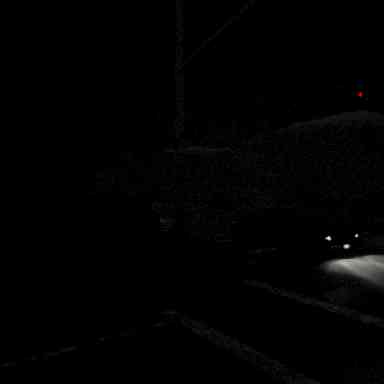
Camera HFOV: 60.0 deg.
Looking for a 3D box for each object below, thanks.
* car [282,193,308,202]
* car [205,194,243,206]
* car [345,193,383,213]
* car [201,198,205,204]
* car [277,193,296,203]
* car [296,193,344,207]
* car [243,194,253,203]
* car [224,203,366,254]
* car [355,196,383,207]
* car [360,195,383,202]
[{"bbox_3d":[20.608,1.097,66.623,1.932,1.855,4.605,0,0,-36],"label":"car"},{"bbox_3d":[4.287,1.298,45.202,2.007,1.523,4.514,0,0,-36],"label":"car"},{"bbox_3d":[17.730,1.077,32.860,1.905,1.878,3.866,0,0,-36],"label":"car"},{"bbox_3d":[3.122,1.232,53.060,1.970,1.475,3.806,0,0,-36],"label":"car"},{"bbox_3d":[18.496,1.077,64.585,1.905,1.878,3.866,0,0,-36],"label":"car"},{"bbox_3d":[15.780,1.097,41.161,1.932,1.855,4.605,0,0,-36],"label":"car"},{"bbox_3d":[8.131,1.154,57.084,2.152,1.636,5.027,0,0,-36],"label":"car"},{"bbox_3d":[3.696,1.357,13.022,2.033,1.411,5.357,0,0,-29],"label":"car"},{"bbox_3d":[26.288,1.298,47.888,2.007,1.523,4.514,0,0,-36],"label":"car"},{"bbox_3d":[37.680,1.384,69.648,1.970,1.475,3.806,0,0,-36],"label":"car"}]
